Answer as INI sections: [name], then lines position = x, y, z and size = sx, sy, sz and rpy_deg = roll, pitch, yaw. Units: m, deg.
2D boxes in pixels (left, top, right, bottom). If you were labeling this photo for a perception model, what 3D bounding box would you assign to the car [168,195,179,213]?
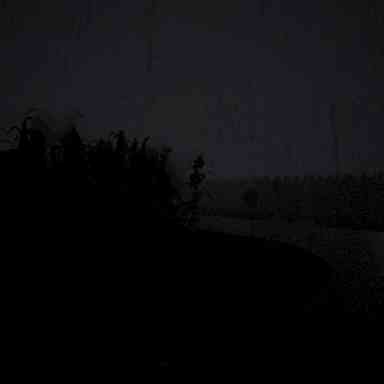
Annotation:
[car]
position = -3.502, 1.023, 33.102
size = 2.150, 2.045, 5.566
rpy_deg = -1, 1, -36
